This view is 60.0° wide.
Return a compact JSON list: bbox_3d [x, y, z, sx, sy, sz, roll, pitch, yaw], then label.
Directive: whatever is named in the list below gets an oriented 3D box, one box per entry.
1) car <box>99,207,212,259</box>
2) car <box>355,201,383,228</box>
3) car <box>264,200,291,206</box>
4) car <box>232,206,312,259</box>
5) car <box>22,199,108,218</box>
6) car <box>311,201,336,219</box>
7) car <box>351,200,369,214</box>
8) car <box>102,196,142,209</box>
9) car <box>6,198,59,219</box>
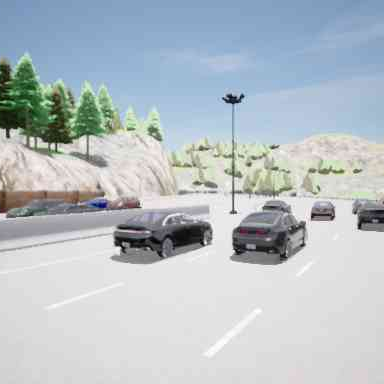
[{"bbox_3d":[-0.902,1.473,12.783,2.128,1.511,4.902,0,0,30],"label":"car"},{"bbox_3d":[11.571,1.472,21.201,1.837,1.490,4.892,0,-2,26],"label":"car"},{"bbox_3d":[7.203,1.466,28.218,1.837,1.490,4.892,0,0,25],"label":"car"},{"bbox_3d":[3.083,1.488,12.700,1.837,1.490,4.892,0,0,30],"label":"car"},{"bbox_3d":[-8.125,1.475,21.778,1.837,1.490,4.892,0,0,29],"label":"car"},{"bbox_3d":[11.216,1.510,28.453,2.033,1.411,5.357,0,0,24],"label":"car"},{"bbox_3d":[17.285,1.504,33.734,2.033,1.411,5.357,0,0,22],"label":"car"},{"bbox_3d":[-7.722,1.300,38.084,2.097,1.767,4.553,0,0,24],"label":"car"},{"bbox_3d":[-10.897,1.318,24.002,2.097,1.767,4.553,0,0,29],"label":"car"}]
